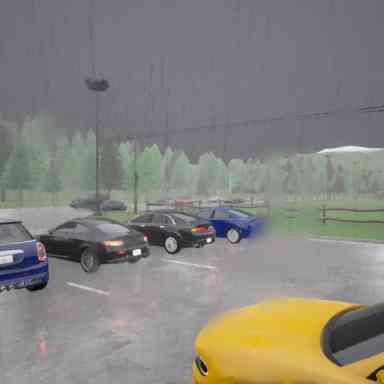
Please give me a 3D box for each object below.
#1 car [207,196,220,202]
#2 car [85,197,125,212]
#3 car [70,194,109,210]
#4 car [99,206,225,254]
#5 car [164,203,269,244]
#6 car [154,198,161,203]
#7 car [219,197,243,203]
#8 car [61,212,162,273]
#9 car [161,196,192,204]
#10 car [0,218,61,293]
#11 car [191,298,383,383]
[{"bbox_3d":[4.843,1.525,68.550,1.812,1.442,4.674,0,0,36],"label":"car"},{"bbox_3d":[-9.338,1.563,37.112,1.994,1.385,4.181,0,0,34],"label":"car"},{"bbox_3d":[-13.251,1.223,43.788,2.150,2.045,5.566,0,0,35],"label":"car"},{"bbox_3d":[-1.356,1.505,13.502,4.892,1.490,1.837,0,0,36],"label":"car"},{"bbox_3d":[1.164,1.478,15.996,5.008,1.535,1.882,0,0,36],"label":"car"},{"bbox_3d":[-4.467,1.564,55.932,1.994,1.385,4.181,0,0,36],"label":"car"},{"bbox_3d":[7.430,1.601,60.335,1.895,1.301,4.718,0,0,36],"label":"car"},{"bbox_3d":[-3.408,1.526,10.665,4.674,1.442,1.812,0,0,36],"label":"car"},{"bbox_3d":[-1.833,1.354,47.675,2.097,1.767,4.553,0,0,36],"label":"car"},{"bbox_3d":[-5.400,1.352,7.785,4.553,1.767,2.097,0,0,36],"label":"car"},{"bbox_3d":[2.287,1.478,2.363,5.008,1.535,1.882,0,0,35],"label":"car"}]
